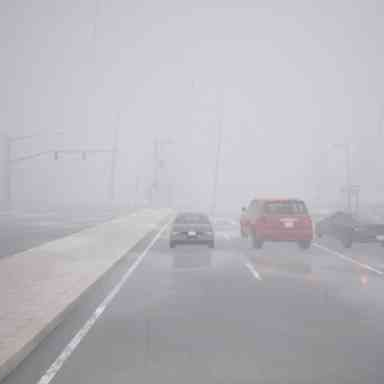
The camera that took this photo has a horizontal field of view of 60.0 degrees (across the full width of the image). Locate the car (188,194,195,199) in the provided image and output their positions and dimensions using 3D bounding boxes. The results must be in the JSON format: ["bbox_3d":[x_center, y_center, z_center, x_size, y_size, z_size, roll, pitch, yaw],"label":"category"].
[{"bbox_3d":[0.000,1.388,95.014,1.994,1.385,4.181,0,0,0],"label":"car"}]

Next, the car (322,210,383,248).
[{"bbox_3d":[7.000,1.532,14.650,1.812,1.442,4.674,0,0,0],"label":"car"}]

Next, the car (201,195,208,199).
[{"bbox_3d":[3.500,1.431,95.046,1.895,1.301,4.718,0,0,0],"label":"car"}]

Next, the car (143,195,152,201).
[{"bbox_3d":[-11.500,1.521,86.278,2.128,1.511,4.902,0,0,0],"label":"car"}]

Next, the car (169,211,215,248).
[{"bbox_3d":[0.000,1.562,14.650,2.033,1.411,5.357,0,0,0],"label":"car"}]

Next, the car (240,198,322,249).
[{"bbox_3d":[3.500,1.257,14.680,2.150,2.045,5.566,0,0,0],"label":"car"}]
